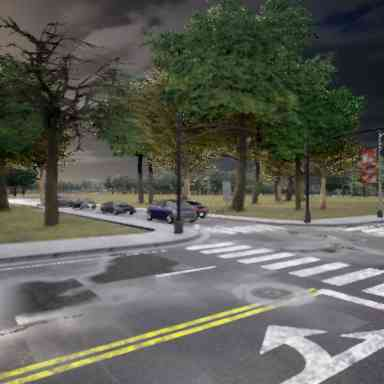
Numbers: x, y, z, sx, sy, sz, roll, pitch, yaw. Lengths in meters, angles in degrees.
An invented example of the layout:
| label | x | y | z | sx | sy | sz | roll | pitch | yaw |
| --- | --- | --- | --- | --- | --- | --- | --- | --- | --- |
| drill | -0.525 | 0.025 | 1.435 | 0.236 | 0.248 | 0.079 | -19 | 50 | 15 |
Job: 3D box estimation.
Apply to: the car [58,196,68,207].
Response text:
| label | x | y | z | sx | sy | sz | roll | pitch | yaw |
| --- | --- | --- | --- | --- | --- | --- | --- | --- | --- |
| car | -19.295 | 1.328 | 49.779 | 2.097 | 1.767 | 4.553 | 0 | 0 | -35 |

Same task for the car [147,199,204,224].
| label | x | y | z | sx | sy | sz | roll | pitch | yaw |
| --- | --- | --- | --- | --- | --- | --- | --- | --- | --- |
| car | -1.536 | 1.354 | 24.736 | 2.097 | 1.767 | 4.553 | 0 | 0 | -35 |

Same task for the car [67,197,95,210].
| label | x | y | z | sx | sy | sz | roll | pitch | yaw |
| --- | --- | --- | --- | --- | --- | --- | --- | --- | --- |
| car | -13.440 | 1.472 | 41.477 | 2.128 | 1.511 | 4.902 | 0 | 0 | -35 |

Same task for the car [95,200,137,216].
| label | x | y | z | sx | sy | sz | roll | pitch | yaw |
| --- | --- | --- | --- | --- | --- | --- | --- | --- | --- |
| car | -7.420 | 1.536 | 33.006 | 2.033 | 1.411 | 5.357 | 0 | 0 | -35 |

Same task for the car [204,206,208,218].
| label | x | y | z | sx | sy | sz | roll | pitch | yaw |
| --- | --- | --- | --- | --- | --- | --- | --- | --- | --- |
| car | -0.630 | 1.513 | 28.540 | 1.837 | 1.490 | 4.892 | 0 | 0 | -35 |
